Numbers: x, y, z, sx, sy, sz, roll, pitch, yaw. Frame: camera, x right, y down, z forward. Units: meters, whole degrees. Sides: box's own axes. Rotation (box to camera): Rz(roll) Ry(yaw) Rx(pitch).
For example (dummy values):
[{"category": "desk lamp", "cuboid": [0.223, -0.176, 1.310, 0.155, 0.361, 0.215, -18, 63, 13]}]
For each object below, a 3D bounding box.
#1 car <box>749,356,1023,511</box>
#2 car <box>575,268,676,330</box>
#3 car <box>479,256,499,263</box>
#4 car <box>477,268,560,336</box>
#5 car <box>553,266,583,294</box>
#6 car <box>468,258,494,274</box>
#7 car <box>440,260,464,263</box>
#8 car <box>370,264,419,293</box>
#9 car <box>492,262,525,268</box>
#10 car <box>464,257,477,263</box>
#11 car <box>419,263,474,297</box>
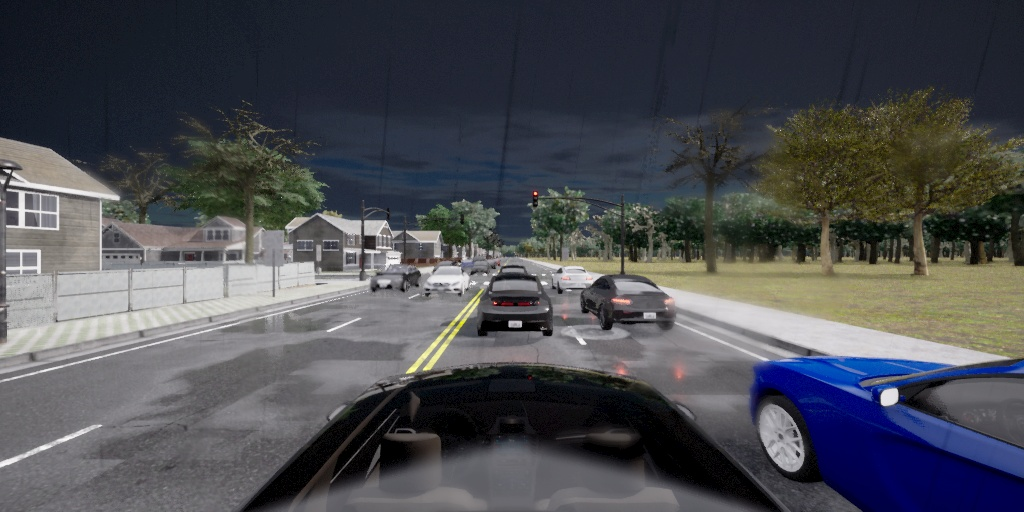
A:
[{"category": "car", "cuboid": [3.350, 1.228, 1.649, 1.882, 1.535, 5.008, 0, 0, 0]}, {"category": "car", "cuboid": [3.339, 1.275, 10.964, 1.812, 1.442, 4.674, 0, 0, 0]}, {"category": "car", "cuboid": [-3.307, 1.212, 52.007, 1.882, 1.535, 5.008, 0, 0, 0]}, {"category": "car", "cuboid": [0.088, 1.255, 10.326, 1.837, 1.490, 4.892, 0, 0, 0]}, {"category": "car", "cuboid": [3.322, 1.275, 20.069, 1.812, 1.442, 4.674, 0, 0, 0]}, {"category": "car", "cuboid": [-3.325, 1.250, 38.710, 1.837, 1.490, 4.892, 0, 0, 0]}, {"category": "car", "cuboid": [-7.115, 1.249, 39.575, 1.837, 1.490, 4.892, 0, 0, 7]}, {"category": "car", "cuboid": [-6.588, 1.241, 20.828, 2.128, 1.511, 4.902, 0, 0, 0]}, {"category": "car", "cuboid": [0.069, 1.254, 19.742, 1.837, 1.490, 4.892, 0, 0, 0]}, {"category": "car", "cuboid": [-6.558, 1.258, 53.852, 1.812, 1.442, 4.674, 0, 0, 0]}, {"category": "car", "cuboid": [-3.339, 1.275, 19.186, 1.812, 1.442, 4.674, 0, 0, 0]}]
